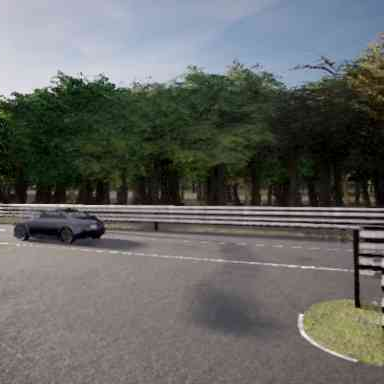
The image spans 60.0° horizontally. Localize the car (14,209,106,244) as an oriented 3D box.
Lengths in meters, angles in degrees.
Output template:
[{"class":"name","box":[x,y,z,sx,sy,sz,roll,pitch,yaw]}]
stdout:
[{"class":"car","box":[-6.012,1.473,15.075,4.181,1.385,1.994,-1,0,25]}]
